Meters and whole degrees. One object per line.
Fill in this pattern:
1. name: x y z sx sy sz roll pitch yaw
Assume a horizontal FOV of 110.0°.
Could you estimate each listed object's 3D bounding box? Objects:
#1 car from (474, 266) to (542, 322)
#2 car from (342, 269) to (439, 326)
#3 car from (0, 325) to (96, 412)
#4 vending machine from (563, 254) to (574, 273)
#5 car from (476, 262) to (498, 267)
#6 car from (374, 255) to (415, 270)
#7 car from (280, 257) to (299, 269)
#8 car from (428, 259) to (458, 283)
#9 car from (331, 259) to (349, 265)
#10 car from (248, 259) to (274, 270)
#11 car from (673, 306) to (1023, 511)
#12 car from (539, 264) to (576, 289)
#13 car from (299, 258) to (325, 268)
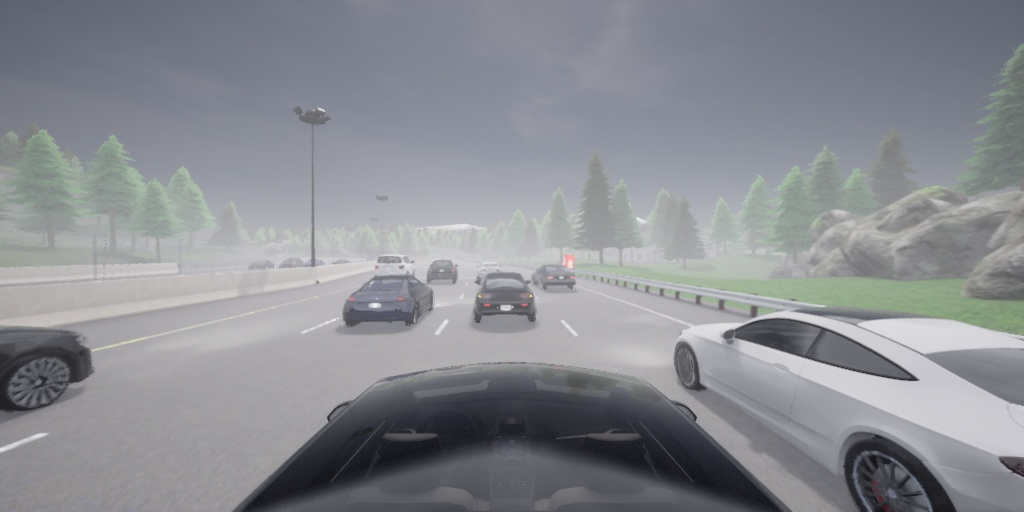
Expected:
1. car: -0.288 1.243 12.105 1.812 1.442 4.674 0 0 -3
2. car: -3.771 1.290 11.608 1.994 1.385 4.181 0 0 -3
3. car: -7.008 1.251 3.170 2.128 1.511 4.902 0 0 0
4. vending machine: 5.681 0.825 35.817 1.100 2.100 0.880 0 0 -9
5. car: -1.825 1.193 28.504 1.812 1.442 4.674 0 0 -7
6. car: -8.629 0.909 26.642 2.150 2.045 5.566 0 0 -8
7. car: -31.611 1.005 51.719 2.097 1.767 4.553 0 0 -15
8. car: -5.189 1.031 27.184 2.097 1.767 4.553 0 0 -7
9. car: -24.009 1.189 50.452 2.033 1.411 5.357 0 0 -14
10. car: -34.712 1.189 49.831 1.812 1.442 4.674 0 0 -14
11. car: 3.484 1.262 3.773 1.812 1.442 4.674 0 0 -1
12. car: 2.468 1.227 22.149 2.033 1.411 5.357 0 0 -6
13. car: -27.583 1.126 50.089 1.882 1.535 5.008 0 0 -14
